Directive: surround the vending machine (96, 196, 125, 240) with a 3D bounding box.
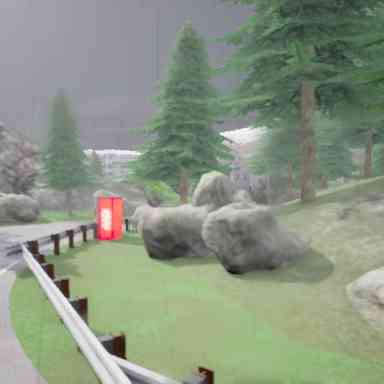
[{"bbox_3d":[-3.973,1.234,16.209,1.100,2.100,0.880,0,0,11],"label":"vending machine"}]
